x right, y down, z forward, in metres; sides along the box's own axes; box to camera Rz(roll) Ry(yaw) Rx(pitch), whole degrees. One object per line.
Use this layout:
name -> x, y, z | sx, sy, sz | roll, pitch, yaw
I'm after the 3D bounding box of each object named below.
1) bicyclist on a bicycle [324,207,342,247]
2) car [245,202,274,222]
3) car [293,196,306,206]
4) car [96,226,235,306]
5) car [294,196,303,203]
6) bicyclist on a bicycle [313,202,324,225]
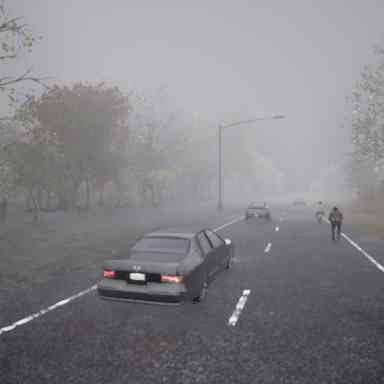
bicyclist on a bicycle -> 6.127, 1.473, 14.147 | 0.582, 1.620, 1.656 | 0, 0, 17
car -> 5.431, 1.538, 26.693 | 2.128, 1.511, 4.902 | 0, 0, 17
car -> 18.963, 1.660, 58.653 | 1.994, 1.385, 4.181 | 0, 0, 18
car -> -0.232, 1.564, 8.343 | 2.033, 1.411, 5.357 | 0, 0, 17
car -> 22.595, 1.641, 70.725 | 1.812, 1.442, 4.674 | 0, 0, 17
bicyclist on a bicycle -> 9.016, 1.472, 23.432 | 0.866, 1.612, 1.509 | 0, 0, 17
